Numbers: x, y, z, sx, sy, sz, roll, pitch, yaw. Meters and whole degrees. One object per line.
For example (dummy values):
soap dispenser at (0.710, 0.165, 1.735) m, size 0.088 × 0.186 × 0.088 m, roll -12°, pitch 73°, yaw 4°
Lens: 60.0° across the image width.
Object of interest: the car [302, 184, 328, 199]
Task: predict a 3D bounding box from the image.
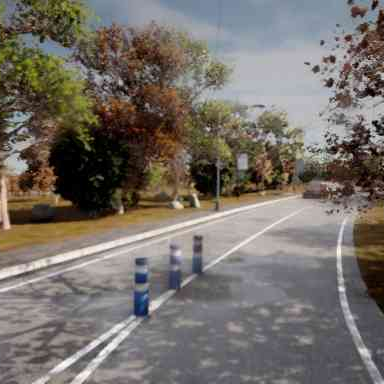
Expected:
car at (14.346, -0.160, 38.721) m, size 2.097 × 1.767 × 4.553 m, roll 0°, pitch 3°, yaw 33°
